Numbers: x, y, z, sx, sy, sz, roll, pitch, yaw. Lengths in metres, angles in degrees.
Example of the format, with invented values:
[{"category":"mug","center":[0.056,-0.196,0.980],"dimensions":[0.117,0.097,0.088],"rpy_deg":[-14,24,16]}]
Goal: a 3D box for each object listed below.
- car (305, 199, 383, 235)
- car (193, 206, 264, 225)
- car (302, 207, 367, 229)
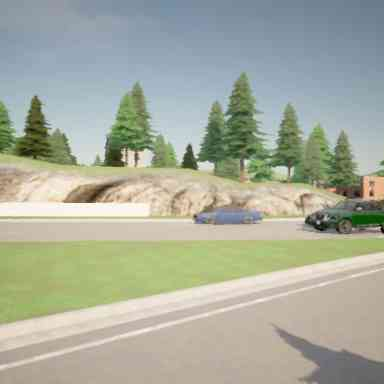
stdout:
[{"category":"car","center":[10.100,1.487,20.572],"dimensions":[5.566,2.045,2.150],"rpy_deg":[1,0,-19]},{"category":"car","center":[2.812,1.781,25.815],"dimensions":[5.357,1.411,2.033],"rpy_deg":[1,0,-10]},{"category":"car","center":[10.416,1.864,24.396],"dimensions":[4.181,1.385,1.994],"rpy_deg":[1,0,-20]}]
